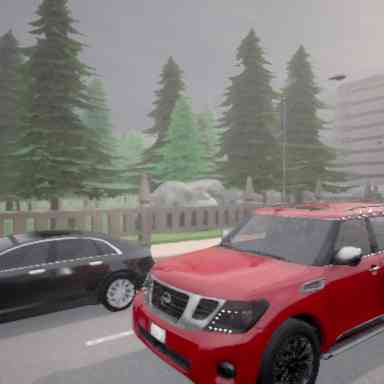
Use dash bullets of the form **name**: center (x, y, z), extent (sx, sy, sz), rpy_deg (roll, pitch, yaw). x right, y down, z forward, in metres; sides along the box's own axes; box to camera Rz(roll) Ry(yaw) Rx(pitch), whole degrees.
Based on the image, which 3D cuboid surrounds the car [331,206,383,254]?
- **car**: center (8.215, 1.451, 14.093), extent (5.008, 1.535, 1.882), rpy_deg (0, 0, -35)

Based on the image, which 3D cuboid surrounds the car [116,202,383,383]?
- **car**: center (1.886, 1.215, 5.278), extent (5.566, 2.045, 2.150), rpy_deg (0, 0, -35)

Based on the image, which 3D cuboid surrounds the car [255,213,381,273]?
- **car**: center (4.333, 1.546, 11.256), extent (4.181, 1.385, 1.994), rpy_deg (0, 0, -35)

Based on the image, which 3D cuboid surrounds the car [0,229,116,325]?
- **car**: center (-2.984, 1.503, 6.157), extent (4.892, 1.490, 1.837), rpy_deg (0, 0, -35)
